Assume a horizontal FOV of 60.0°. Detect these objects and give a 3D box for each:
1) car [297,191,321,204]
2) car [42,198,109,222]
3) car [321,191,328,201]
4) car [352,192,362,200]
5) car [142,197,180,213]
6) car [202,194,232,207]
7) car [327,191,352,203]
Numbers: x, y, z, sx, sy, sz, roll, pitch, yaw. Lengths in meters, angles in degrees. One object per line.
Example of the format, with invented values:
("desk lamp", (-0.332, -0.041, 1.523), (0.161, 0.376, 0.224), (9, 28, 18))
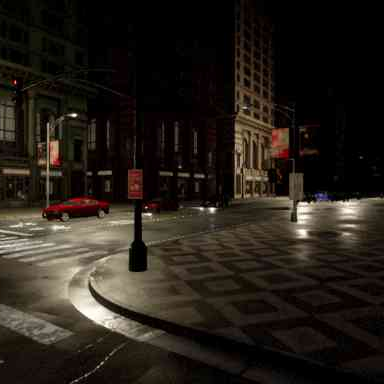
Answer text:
("car", (16.226, 0.861, 47.245), (2.128, 1.511, 4.902), (0, 1, 36))
("car", (-8.350, 1.231, 24.221), (1.882, 1.535, 5.008), (0, 1, 35))
("car", (22.069, 0.594, 55.470), (2.097, 1.767, 4.553), (0, 1, 36))
("car", (29.565, 0.676, 60.404), (1.812, 1.442, 4.674), (0, 1, 35))
("car", (-2.982, 1.199, 31.769), (1.994, 1.385, 4.181), (0, 1, 36))
("car", (3.054, 1.009, 40.252), (1.837, 1.490, 4.892), (0, 1, 36))
("car", (22.408, 0.835, 50.329), (1.812, 1.442, 4.674), (0, 1, 36))
